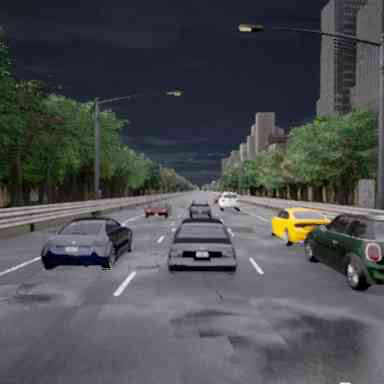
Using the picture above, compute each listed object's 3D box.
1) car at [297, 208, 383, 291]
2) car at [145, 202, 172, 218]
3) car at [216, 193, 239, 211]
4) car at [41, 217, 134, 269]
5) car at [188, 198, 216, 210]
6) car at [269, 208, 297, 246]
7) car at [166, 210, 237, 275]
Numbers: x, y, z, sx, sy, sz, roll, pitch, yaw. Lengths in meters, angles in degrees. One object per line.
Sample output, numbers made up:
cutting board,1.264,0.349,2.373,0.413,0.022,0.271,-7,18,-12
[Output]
car,4.718,1.357,9.181,2.097,1.767,4.553,0,0,1
car,-2.797,1.501,28.729,1.895,1.301,4.718,0,0,1
car,4.413,1.142,40.059,2.150,2.045,5.566,0,0,2
car,-3.196,1.511,10.958,1.994,1.385,4.181,0,0,1
car,0.716,1.414,29.322,2.128,1.511,4.902,0,0,1
car,4.853,1.468,15.209,1.882,1.535,5.008,0,0,1
car,0.295,1.519,10.380,2.033,1.411,5.357,0,0,1
